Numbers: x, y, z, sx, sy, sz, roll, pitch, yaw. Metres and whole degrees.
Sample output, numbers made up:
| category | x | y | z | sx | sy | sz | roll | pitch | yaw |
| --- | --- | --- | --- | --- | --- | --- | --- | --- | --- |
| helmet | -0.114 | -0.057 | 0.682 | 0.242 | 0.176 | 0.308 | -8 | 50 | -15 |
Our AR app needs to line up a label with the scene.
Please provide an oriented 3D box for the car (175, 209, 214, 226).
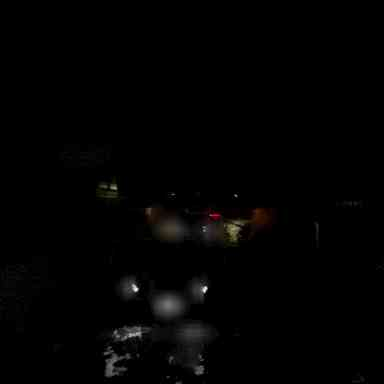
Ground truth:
| category | x | y | z | sx | sy | sz | roll | pitch | yaw |
| --- | --- | --- | --- | --- | --- | --- | --- | --- | --- |
| car | 0.072 | 2.154 | 20.079 | 2.097 | 1.767 | 4.553 | 1 | -2 | 2 |

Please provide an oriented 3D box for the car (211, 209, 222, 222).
| category | x | y | z | sx | sy | sz | roll | pitch | yaw |
| --- | --- | --- | --- | --- | --- | --- | --- | --- | --- |
| car | 3.078 | 3.344 | 46.103 | 1.837 | 1.490 | 4.892 | 1 | -2 | -1 |

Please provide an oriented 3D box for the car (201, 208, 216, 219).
| category | x | y | z | sx | sy | sz | roll | pitch | yaw |
| --- | --- | --- | --- | --- | --- | --- | --- | --- | --- |
| car | 2.721 | 3.557 | 55.964 | 2.097 | 1.767 | 4.553 | 1 | -2 | -3 |

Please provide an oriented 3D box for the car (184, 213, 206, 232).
| category | x | y | z | sx | sy | sz | roll | pitch | yaw |
| --- | --- | --- | --- | --- | --- | --- | --- | --- | --- |
| car | 0.277 | 2.725 | 30.657 | 1.837 | 1.490 | 4.892 | 1 | -2 | 1 |

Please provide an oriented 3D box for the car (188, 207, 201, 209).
| category | x | y | z | sx | sy | sz | roll | pitch | yaw |
| --- | --- | --- | --- | --- | --- | --- | --- | --- | --- |
| car | 0.298 | 2.837 | 40.980 | 2.150 | 2.045 | 5.566 | 1 | -2 | 0 |

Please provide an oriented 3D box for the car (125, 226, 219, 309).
| category | x | y | z | sx | sy | sz | roll | pitch | yaw |
| --- | --- | --- | --- | --- | --- | --- | --- | --- | --- |
| car | -0.332 | 1.902 | 9.047 | 2.033 | 1.411 | 5.357 | 1 | -2 | 2 |
